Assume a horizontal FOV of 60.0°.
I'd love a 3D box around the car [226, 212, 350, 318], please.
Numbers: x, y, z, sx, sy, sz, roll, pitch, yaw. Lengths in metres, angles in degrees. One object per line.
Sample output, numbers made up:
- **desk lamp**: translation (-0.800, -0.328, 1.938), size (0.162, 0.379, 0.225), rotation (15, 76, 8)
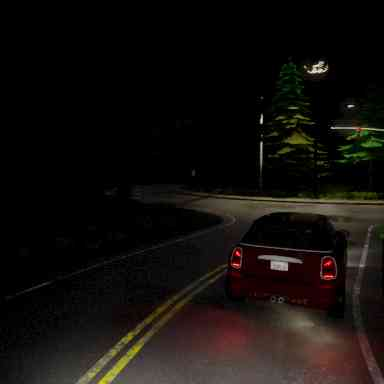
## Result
- **car**: translation (2.411, 1.238, 7.659), size (2.097, 1.767, 4.553), rotation (2, 2, 25)
